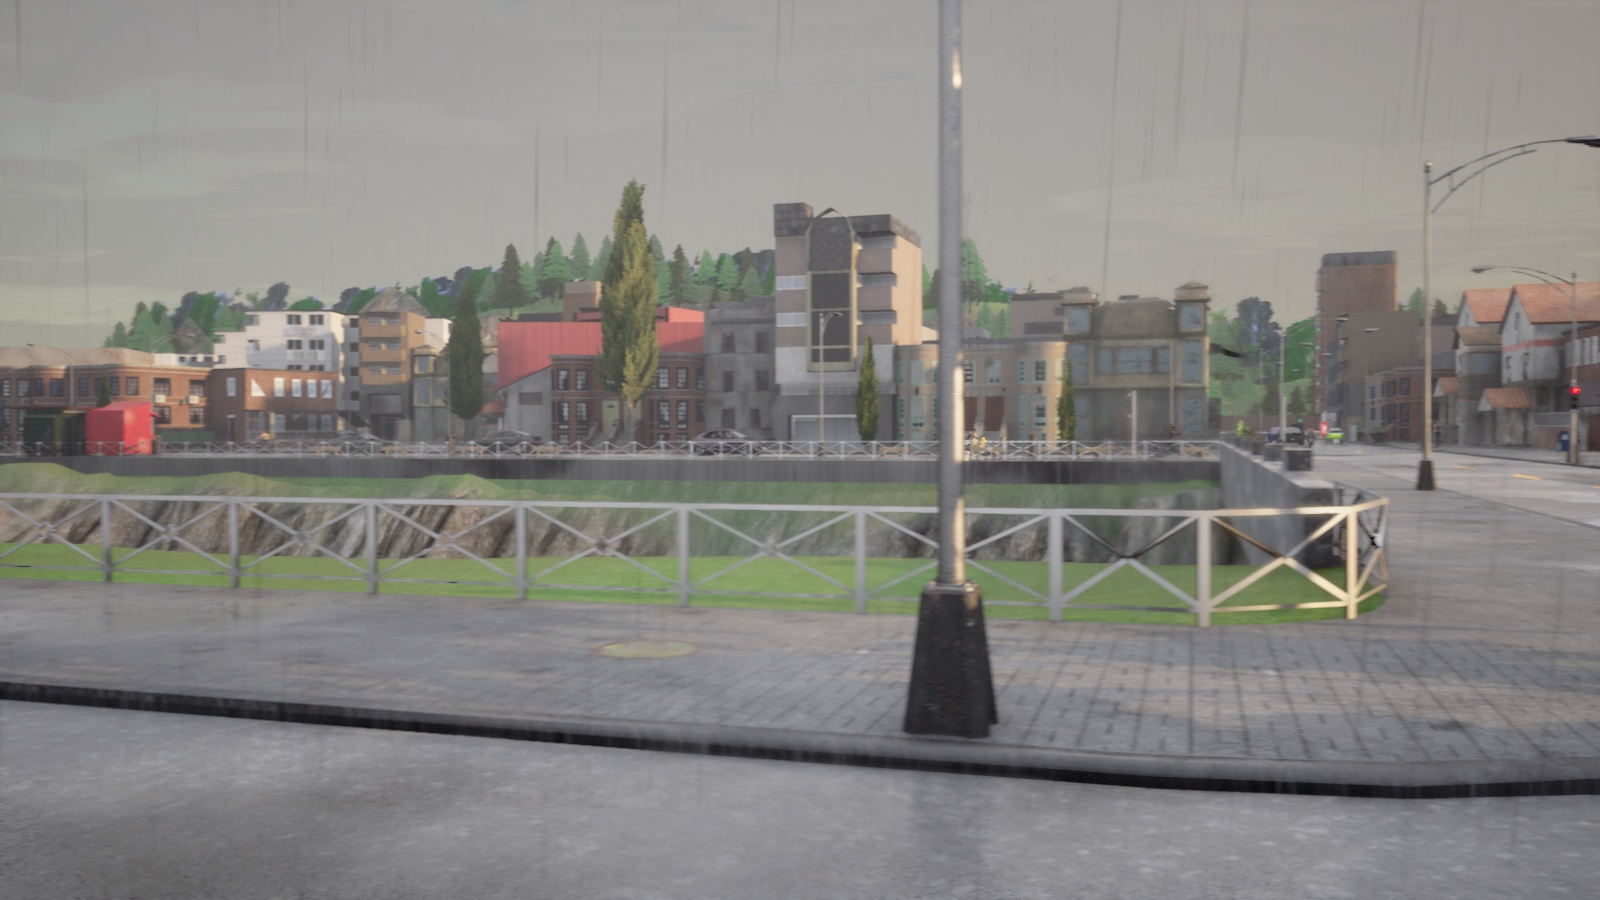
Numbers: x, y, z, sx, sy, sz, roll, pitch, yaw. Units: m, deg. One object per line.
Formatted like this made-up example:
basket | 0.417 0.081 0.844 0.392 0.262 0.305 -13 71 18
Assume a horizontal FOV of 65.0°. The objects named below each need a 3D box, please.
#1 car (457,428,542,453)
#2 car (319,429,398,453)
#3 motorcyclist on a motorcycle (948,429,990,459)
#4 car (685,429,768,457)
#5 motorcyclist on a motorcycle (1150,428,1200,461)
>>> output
car | -18.758 -0.622 78.365 4.892 1.490 1.837 0 1 17
car | -26.976 -0.560 76.730 4.181 1.385 1.994 1 1 17
motorcyclist on a motorcycle | 8.847 -0.330 65.613 2.044 1.523 0.797 0 1 17
car | -4.079 -0.411 69.625 4.193 1.474 1.816 0 1 17
motorcyclist on a motorcycle | 18.697 -0.278 62.617 2.350 1.649 0.766 1 1 16
